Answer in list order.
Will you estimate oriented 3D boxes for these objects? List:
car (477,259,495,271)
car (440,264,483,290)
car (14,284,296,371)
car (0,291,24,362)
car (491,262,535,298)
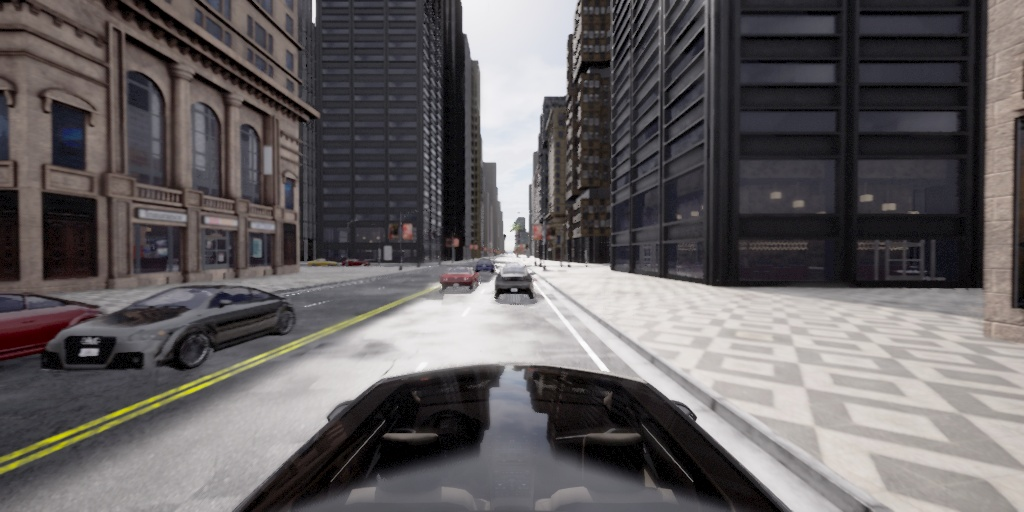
[{"bbox_3d":[-3.166,1.090,42.911,2.097,1.767,4.553,0,0,0],"label":"car"},{"bbox_3d":[-3.158,1.346,22.502,1.895,1.301,4.718,0,0,0],"label":"car"},{"bbox_3d":[-6.600,1.315,7.591,1.994,1.385,4.181,0,0,0],"label":"car"},{"bbox_3d":[-9.850,1.317,6.170,1.994,1.385,4.181,0,0,0],"label":"car"},{"bbox_3d":[0.094,1.252,18.356,1.837,1.490,4.892,0,1,0],"label":"car"}]
